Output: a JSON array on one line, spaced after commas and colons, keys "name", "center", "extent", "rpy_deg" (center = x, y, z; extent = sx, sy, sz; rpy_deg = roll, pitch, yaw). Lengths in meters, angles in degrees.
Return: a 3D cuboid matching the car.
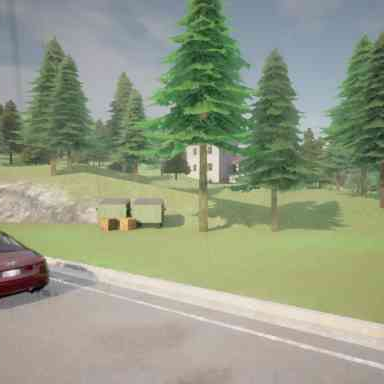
[{"name": "car", "center": [-5.167, 1.564, 7.678], "extent": [4.181, 1.385, 1.994], "rpy_deg": [0, 0, 35]}]
